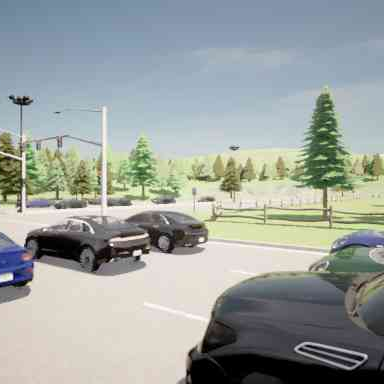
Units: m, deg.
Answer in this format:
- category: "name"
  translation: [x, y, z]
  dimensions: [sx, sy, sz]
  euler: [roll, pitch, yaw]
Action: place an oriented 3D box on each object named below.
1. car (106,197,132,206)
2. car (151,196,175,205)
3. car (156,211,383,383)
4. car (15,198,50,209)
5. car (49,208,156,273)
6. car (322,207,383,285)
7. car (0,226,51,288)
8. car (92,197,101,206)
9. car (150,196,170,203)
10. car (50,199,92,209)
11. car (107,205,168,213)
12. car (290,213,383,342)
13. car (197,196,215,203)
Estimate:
- category: "car"
  translation: [-11.107, 1.579, 50.672]
  dimensions: [1.994, 1.385, 4.181]
  euler: [0, 0, 34]
- category: "car"
  translation: [-4.990, 1.508, 59.438]
  dimensions: [2.128, 1.511, 4.902]
  euler: [0, 0, 35]
- category: "car"
  translation: [2.598, 1.221, 2.140]
  dimensions: [5.566, 2.045, 2.150]
  euler: [0, 0, 36]
- category: "car"
  translation: [-22.038, 1.566, 47.195]
  dimensions: [2.033, 1.411, 5.357]
  euler: [0, 0, 35]
- category: "car"
  translation: [-3.503, 1.496, 10.770]
  dimensions: [4.902, 1.511, 2.128]
  euler: [0, 0, 36]
- category: "car"
  translation: [5.914, 1.352, 8.372]
  dimensions: [4.553, 1.767, 2.097]
  euler: [0, 0, 35]
- category: "car"
  translation: [-5.596, 1.529, 7.965]
  dimensions: [4.674, 1.442, 1.812]
  euler: [0, 0, 36]
- category: "car"
  translation: [-15.324, 1.566, 56.847]
  dimensions: [2.033, 1.411, 5.357]
  euler: [0, 0, 35]
- category: "car"
  translation: [-6.649, 1.574, 69.176]
  dimensions: [1.994, 1.385, 4.181]
  euler: [0, 0, 35]
- category: "car"
  translation: [-15.902, 1.579, 43.757]
  dimensions: [1.994, 1.385, 4.181]
  euler: [0, 0, 35]
- category: "car"
  translation: [-1.615, 1.510, 13.721]
  dimensions: [4.892, 1.490, 1.837]
  euler: [0, 0, 36]
- category: "car"
  translation: [4.164, 1.352, 5.321]
  dimensions: [4.553, 1.767, 2.097]
  euler: [0, 0, 36]
- category: "car"
  translation: [3.001, 1.522, 70.729]
  dimensions: [2.128, 1.511, 4.902]
  euler: [0, 0, 35]
